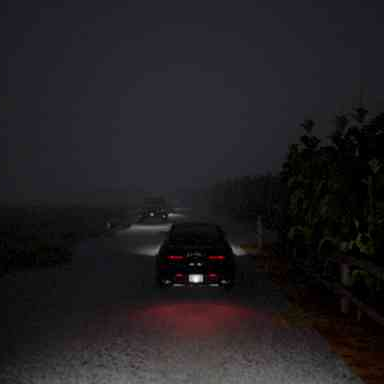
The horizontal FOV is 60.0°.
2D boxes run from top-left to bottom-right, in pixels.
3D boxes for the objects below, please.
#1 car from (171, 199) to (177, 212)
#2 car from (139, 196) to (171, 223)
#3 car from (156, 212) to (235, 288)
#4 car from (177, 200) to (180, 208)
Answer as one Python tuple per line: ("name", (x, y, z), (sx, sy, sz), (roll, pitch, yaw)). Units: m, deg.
("car", (-3.164, 1.822, 39.569), (1.994, 1.385, 4.181), (0, 0, 0))
("car", (-3.138, 1.406, 28.145), (2.150, 2.045, 5.566), (0, 0, -2))
("car", (0.094, 1.569, 9.432), (1.837, 1.490, 4.892), (0, 0, 0))
("car", (-3.065, 1.889, 55.582), (1.812, 1.442, 4.674), (0, -1, 0))
